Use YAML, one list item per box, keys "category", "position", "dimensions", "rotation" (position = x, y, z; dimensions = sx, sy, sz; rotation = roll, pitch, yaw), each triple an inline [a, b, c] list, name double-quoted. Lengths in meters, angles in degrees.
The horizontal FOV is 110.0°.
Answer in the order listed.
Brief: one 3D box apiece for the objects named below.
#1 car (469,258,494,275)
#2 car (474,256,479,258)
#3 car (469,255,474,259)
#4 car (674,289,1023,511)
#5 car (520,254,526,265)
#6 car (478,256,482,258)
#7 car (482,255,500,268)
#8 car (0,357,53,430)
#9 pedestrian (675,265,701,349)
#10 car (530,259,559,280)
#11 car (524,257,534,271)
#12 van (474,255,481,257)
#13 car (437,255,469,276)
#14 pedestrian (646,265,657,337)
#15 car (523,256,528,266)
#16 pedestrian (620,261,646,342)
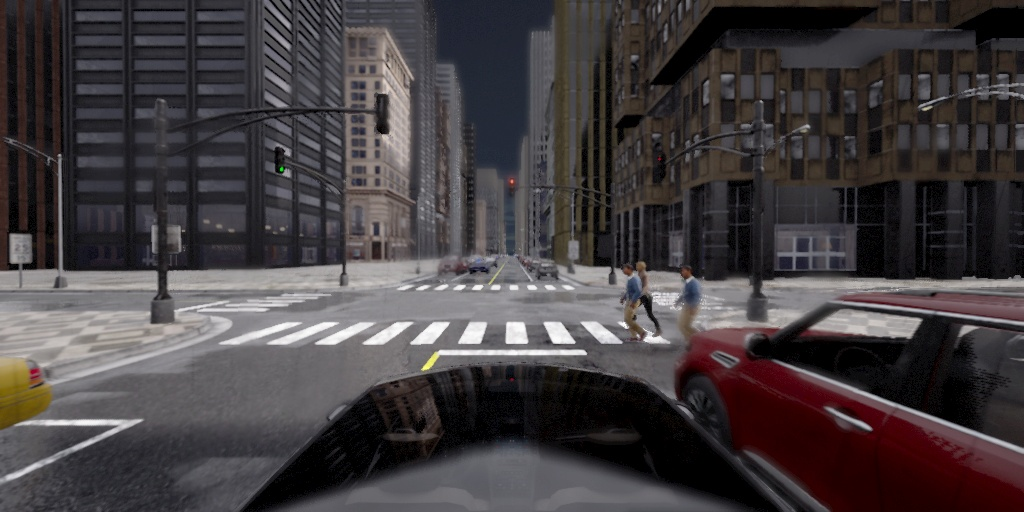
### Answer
- category: "car"
  position: [-3.092, 1.144, 35.468]
  dimensions: [1.895, 1.301, 4.718]
  rotation: [0, 0, 0]
- category: "car"
  position: [-5.759, 1.048, 45.724]
  dimensions: [1.948, 1.339, 4.313]
  rotation: [0, 0, 0]
- category: "car"
  position: [-5.759, 0.956, 40.083]
  dimensions: [1.967, 1.591, 4.097]
  rotation: [0, 0, 0]
- category: "car"
  position: [2.763, 1.064, 1.837]
  dimensions: [2.192, 1.841, 5.009]
  rotation: [0, 0, 0]
- category: "car"
  position: [2.767, 0.857, 57.012]
  dimensions: [1.967, 1.591, 4.097]
  rotation: [0, 0, 0]
- category: "car"
  position: [-5.759, 1.031, 51.363]
  dimensions: [1.802, 1.307, 4.207]
  rotation: [0, 0, 0]
- category: "car"
  position: [-3.071, 0.972, 51.877]
  dimensions: [1.812, 1.442, 4.674]
  rotation: [0, 0, 0]
- category: "car"
  position: [-5.763, 1.274, 1.658]
  dimensions: [1.751, 1.417, 4.829]
  rotation: [0, 0, 0]
- category: "pedestrian"
  position: [3.717, 1.008, 7.469]
  dimensions: [0.375, 1.860, 0.375]
  rotation: [0, 0, 0]
- category: "car"
  position: [2.765, 1.134, 28.810]
  dimensions: [2.007, 1.370, 4.403]
  rotation: [0, 0, 0]
- category: "car"
  position: [2.766, 1.066, 40.091]
  dimensions: [2.007, 1.370, 4.403]
  rotation: [0, 0, 0]
- category: "van"
  position: [-5.758, 0.758, 57.004]
  dimensions: [1.690, 1.789, 3.998]
  rotation: [0, 0, 0]
- category: "car"
  position: [-5.760, 0.864, 34.442]
  dimensions: [2.192, 1.841, 5.009]
  rotation: [0, 0, 0]
- category: "pedestrian"
  position: [3.177, 1.000, 8.676]
  dimensions: [0.375, 1.860, 0.375]
  rotation: [0, 0, 0]
- category: "car"
  position: [2.766, 1.027, 45.732]
  dimensions: [1.888, 1.381, 4.507]
  rotation: [0, 0, 0]
- category: "pedestrian"
  position: [2.709, 1.004, 8.076]
  dimensions: [0.375, 1.860, 0.375]
  rotation: [0, 0, 0]
